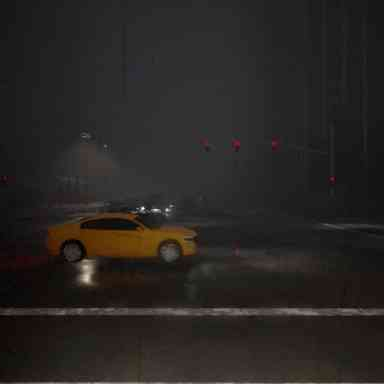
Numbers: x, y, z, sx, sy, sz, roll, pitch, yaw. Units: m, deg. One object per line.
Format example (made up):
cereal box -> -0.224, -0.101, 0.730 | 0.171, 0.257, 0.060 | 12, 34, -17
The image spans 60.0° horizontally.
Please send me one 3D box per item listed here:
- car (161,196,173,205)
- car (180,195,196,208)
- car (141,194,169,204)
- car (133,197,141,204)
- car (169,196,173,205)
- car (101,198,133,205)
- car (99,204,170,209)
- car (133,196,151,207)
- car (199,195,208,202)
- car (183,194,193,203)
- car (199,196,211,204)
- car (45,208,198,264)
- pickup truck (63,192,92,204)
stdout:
car -> -4.367, 1.478, 58.865 | 1.882, 1.535, 5.008 | 0, 0, 0
car -> -0.581, 1.352, 47.240 | 2.097, 1.767, 4.553 | 0, 0, 0
car -> -4.186, 1.221, 38.479 | 2.150, 2.045, 5.566 | 0, 0, -1
car -> -7.725, 1.478, 42.148 | 1.882, 1.535, 5.008 | 0, 0, -1
car -> -4.281, 1.601, 48.426 | 1.895, 1.301, 4.718 | 0, 0, -1
car -> -7.704, 1.491, 32.845 | 2.128, 1.511, 4.902 | 0, 0, 2
car -> -3.782, 1.601, 20.062 | 4.718, 1.301, 1.895 | 0, 0, -45
car -> -7.823, 1.491, 52.532 | 2.128, 1.511, 4.902 | 0, 0, -1
car -> 2.545, 1.524, 75.160 | 1.812, 1.442, 4.674 | 0, 0, -1
car -> -0.916, 1.355, 72.556 | 2.097, 1.767, 4.553 | 0, 0, -1
car -> 2.748, 1.491, 64.776 | 2.128, 1.511, 4.902 | 0, 0, -1
car -> -2.310, 1.477, 11.331 | 5.008, 1.535, 1.882 | 0, 0, 0
pickup truck -> -20.926, 1.059, 59.994 | 2.390, 2.098, 6.274 | 0, 0, 30
